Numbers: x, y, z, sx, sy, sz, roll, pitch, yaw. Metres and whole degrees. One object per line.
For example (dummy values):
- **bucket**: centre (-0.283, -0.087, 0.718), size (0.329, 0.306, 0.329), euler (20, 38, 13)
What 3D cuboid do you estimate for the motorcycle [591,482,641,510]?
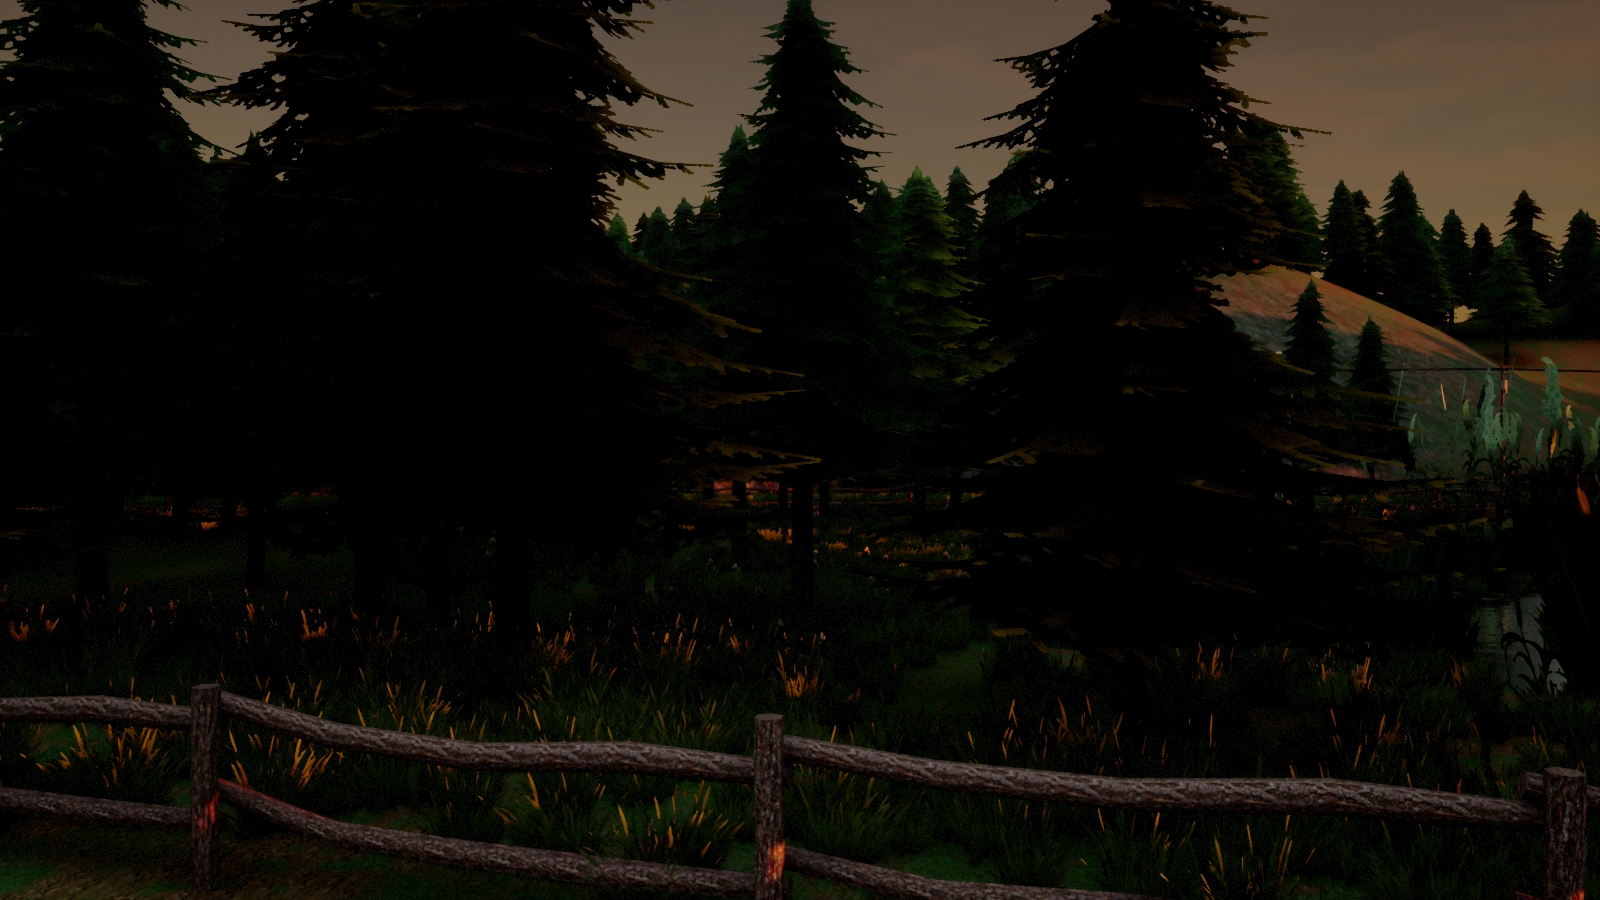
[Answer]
- **motorcycle**: centre (-8.716, 2.178, 54.116), size (2.209, 1.251, 0.867), euler (0, 0, 14)
